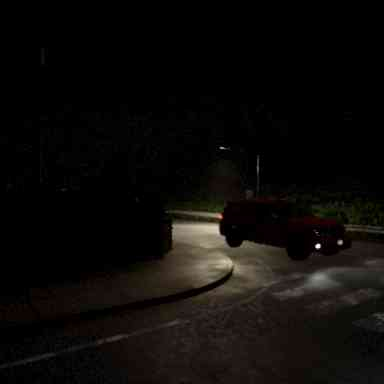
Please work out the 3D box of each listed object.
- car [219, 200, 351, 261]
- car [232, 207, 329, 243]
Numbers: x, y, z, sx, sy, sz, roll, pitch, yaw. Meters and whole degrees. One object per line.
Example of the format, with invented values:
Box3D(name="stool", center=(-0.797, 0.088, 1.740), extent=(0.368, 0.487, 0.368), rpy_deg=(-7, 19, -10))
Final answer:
Box3D(name="car", center=(3.442, 1.356, 13.518), extent=(2.150, 2.045, 5.566), rpy_deg=(1, -1, -35))
Box3D(name="car", center=(4.636, 1.673, 18.239), extent=(2.128, 1.511, 4.902), rpy_deg=(1, -1, -35))
